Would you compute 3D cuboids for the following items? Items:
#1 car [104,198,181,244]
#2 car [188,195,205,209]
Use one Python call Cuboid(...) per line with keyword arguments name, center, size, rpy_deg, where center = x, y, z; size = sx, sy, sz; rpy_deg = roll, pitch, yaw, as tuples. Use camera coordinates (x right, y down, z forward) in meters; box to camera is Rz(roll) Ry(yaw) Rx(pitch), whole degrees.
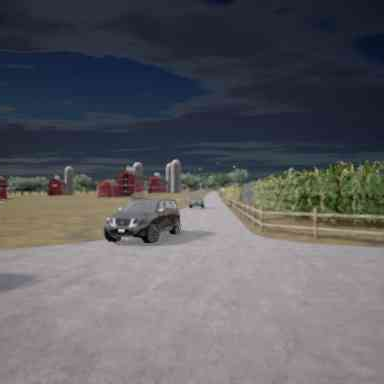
Cuboid(name="car", center=(-2.246, 1.326, 16.939), size=(2.150, 2.045, 5.566), rpy_deg=(0, 0, 17))
Cuboid(name="car", center=(0.728, 1.434, 48.789), size=(2.150, 2.045, 5.566), rpy_deg=(0, 0, 4))
